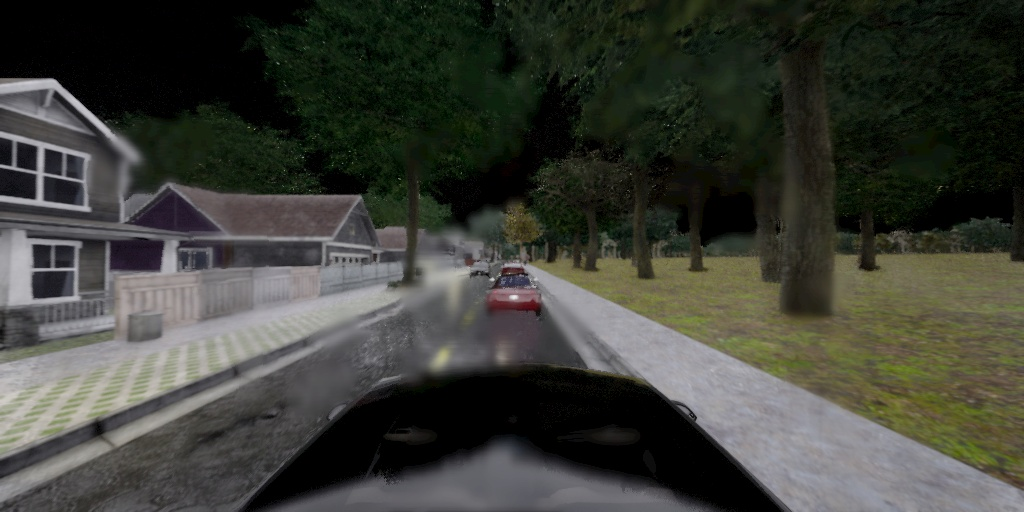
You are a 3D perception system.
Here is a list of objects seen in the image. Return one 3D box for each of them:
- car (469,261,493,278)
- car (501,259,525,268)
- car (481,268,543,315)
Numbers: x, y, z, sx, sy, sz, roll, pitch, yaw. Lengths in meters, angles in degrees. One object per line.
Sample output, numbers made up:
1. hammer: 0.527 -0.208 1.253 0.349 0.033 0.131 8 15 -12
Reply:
1. car: -2.870 1.284 33.974 1.837 1.490 4.892 0 0 0
2. car: 0.076 1.252 30.180 1.882 1.535 5.008 0 0 0
3. car: 0.084 1.324 13.722 1.994 1.385 4.181 0 0 0
